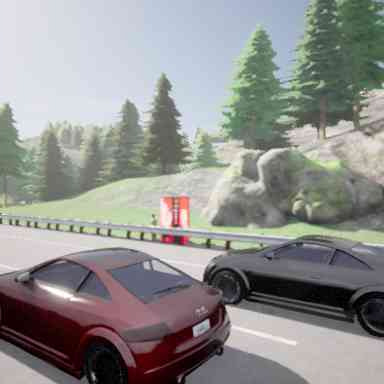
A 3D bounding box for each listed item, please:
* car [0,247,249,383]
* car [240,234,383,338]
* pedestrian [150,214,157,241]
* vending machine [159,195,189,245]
[{"bbox_3d":[-1.519,1.564,5.076,4.181,1.385,1.994,0,0,36],"label":"car"},{"bbox_3d":[2.287,1.564,6.659,4.181,1.385,1.994,0,0,36],"label":"car"},{"bbox_3d":[-1.777,1.575,15.301,0.375,1.300,0.375,0,0,36],"label":"pedestrian"},{"bbox_3d":[-0.792,1.197,14.876,0.880,2.100,1.100,0,0,36],"label":"vending machine"}]
